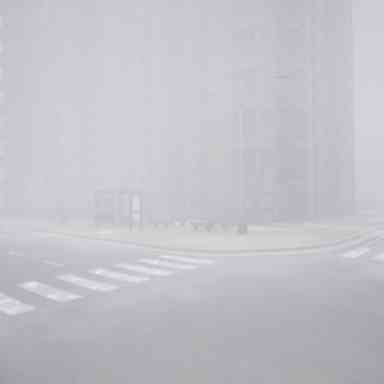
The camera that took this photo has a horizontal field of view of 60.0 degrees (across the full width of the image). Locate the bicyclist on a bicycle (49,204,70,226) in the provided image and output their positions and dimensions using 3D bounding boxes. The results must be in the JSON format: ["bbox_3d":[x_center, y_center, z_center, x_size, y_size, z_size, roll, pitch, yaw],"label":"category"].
[{"bbox_3d":[-9.823,1.732,24.735,0.582,1.620,1.656,-1,-1,41],"label":"bicyclist on a bicycle"}]

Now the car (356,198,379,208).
[{"bbox_3d":[28.376,1.710,55.142,2.097,1.767,4.553,0,-1,-25],"label":"car"}]
